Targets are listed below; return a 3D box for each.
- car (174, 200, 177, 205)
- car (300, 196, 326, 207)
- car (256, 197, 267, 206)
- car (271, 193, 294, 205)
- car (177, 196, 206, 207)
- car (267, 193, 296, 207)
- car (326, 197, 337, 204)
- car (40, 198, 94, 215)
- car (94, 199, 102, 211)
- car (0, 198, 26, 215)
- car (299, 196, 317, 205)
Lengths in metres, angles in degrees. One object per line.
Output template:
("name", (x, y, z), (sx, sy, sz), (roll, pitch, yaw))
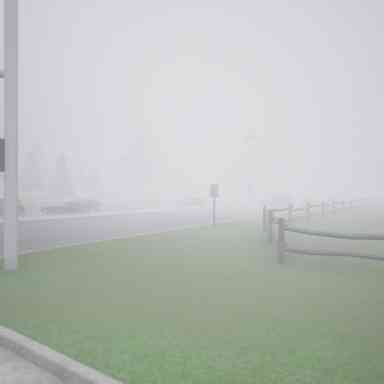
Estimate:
("car", (-1.010, 1.492, 56.061), (2.128, 1.511, 4.902), (0, 0, 35))
("car", (18.656, 1.478, 51.500), (1.882, 1.535, 5.008), (0, 0, 36))
("car", (12.125, 1.564, 54.544), (1.994, 1.385, 4.181), (0, 0, 36))
("car", (16.624, 1.221, 60.822), (2.150, 2.045, 5.566), (0, 0, 36))
("car", (0.307, 1.505, 51.851), (1.837, 1.490, 4.892), (0, 0, 35))
("car", (14.089, 1.219, 51.153), (2.150, 2.045, 5.566), (0, 0, 36))
("car", (24.612, 1.564, 59.719), (1.994, 1.385, 4.181), (0, 0, 36))
("car", (-12.589, 1.601, 33.258), (1.895, 1.301, 4.718), (0, 0, 35))
("car", (-12.861, 1.490, 39.018), (2.128, 1.511, 4.902), (0, 0, 35))
("car", (-18.231, 1.352, 31.250), (2.097, 1.767, 4.553), (0, 0, 35))
("car", (21.461, 1.505, 61.337), (1.837, 1.490, 4.892), (0, 0, 36))
